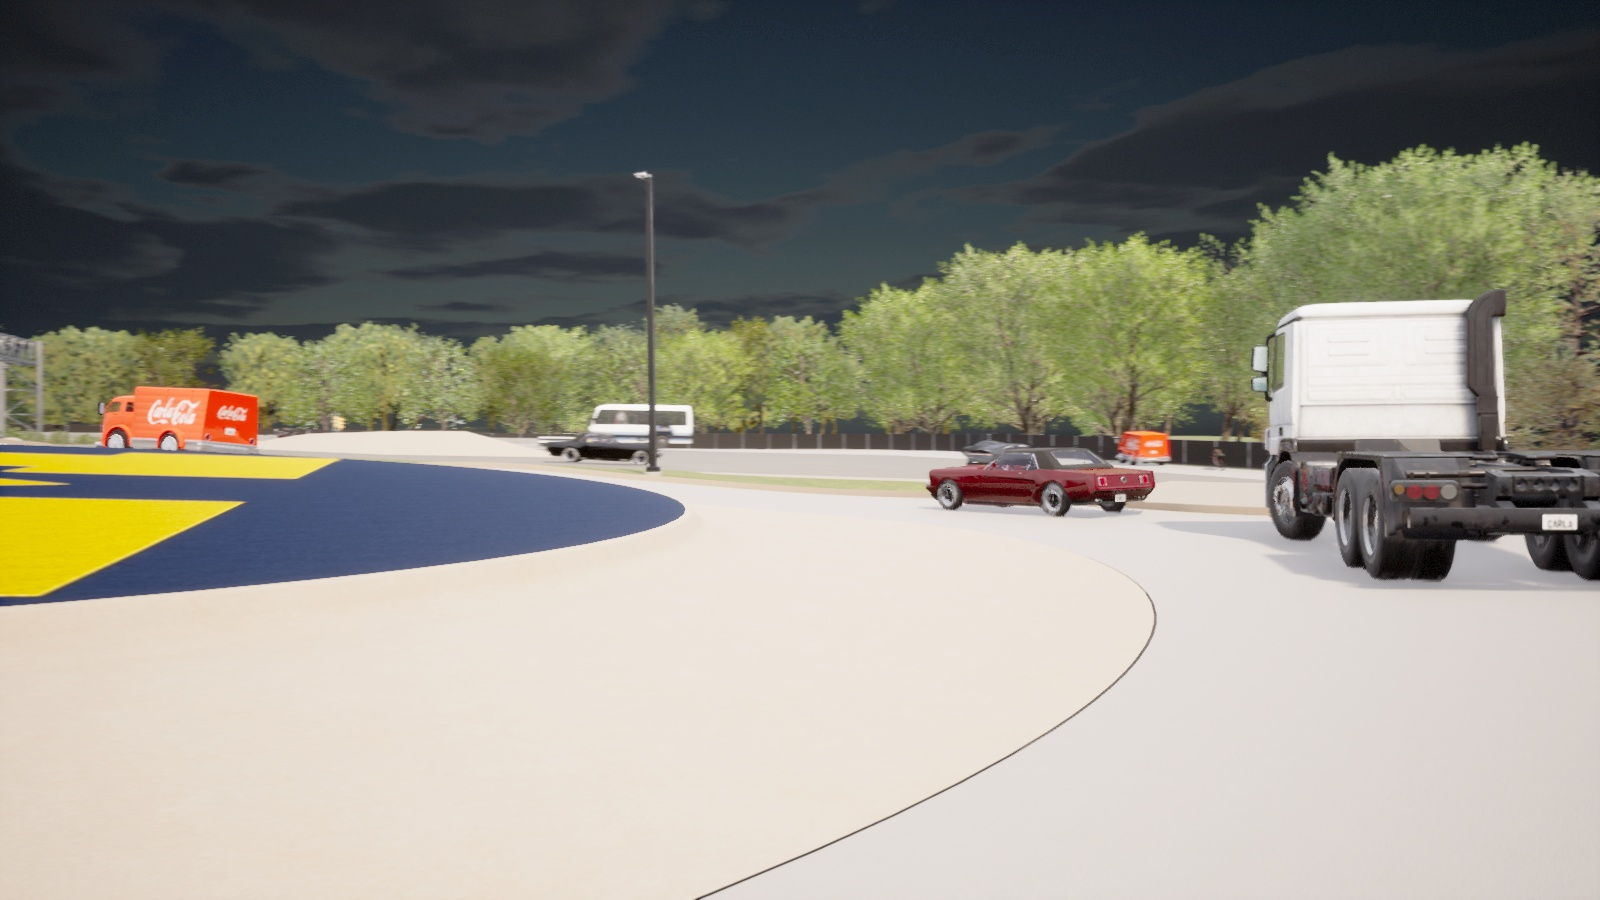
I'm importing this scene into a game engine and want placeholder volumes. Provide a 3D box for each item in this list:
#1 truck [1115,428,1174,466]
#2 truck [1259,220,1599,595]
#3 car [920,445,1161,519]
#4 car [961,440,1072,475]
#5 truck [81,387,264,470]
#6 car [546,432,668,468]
[{"bbox_3d":[25.749,-0.244,94.027,2.627,2.467,5.204,-1,4,-5],"label":"truck"},{"bbox_3d":[7.861,-0.444,15.572,2.891,3.462,7.936,-1,1,12],"label":"truck"},{"bbox_3d":[4.710,0.586,25.269,1.895,1.301,4.718,-1,1,-36],"label":"car"},{"bbox_3d":[10.095,0.366,58.445,4.902,1.511,2.128,1,1,-34],"label":"car"},{"bbox_3d":[-21.185,-0.730,42.443,5.204,2.467,2.627,2,-3,23],"label":"truck"},{"bbox_3d":[-7.971,-0.024,52.183,4.718,1.301,1.895,2,1,-1],"label":"car"}]
